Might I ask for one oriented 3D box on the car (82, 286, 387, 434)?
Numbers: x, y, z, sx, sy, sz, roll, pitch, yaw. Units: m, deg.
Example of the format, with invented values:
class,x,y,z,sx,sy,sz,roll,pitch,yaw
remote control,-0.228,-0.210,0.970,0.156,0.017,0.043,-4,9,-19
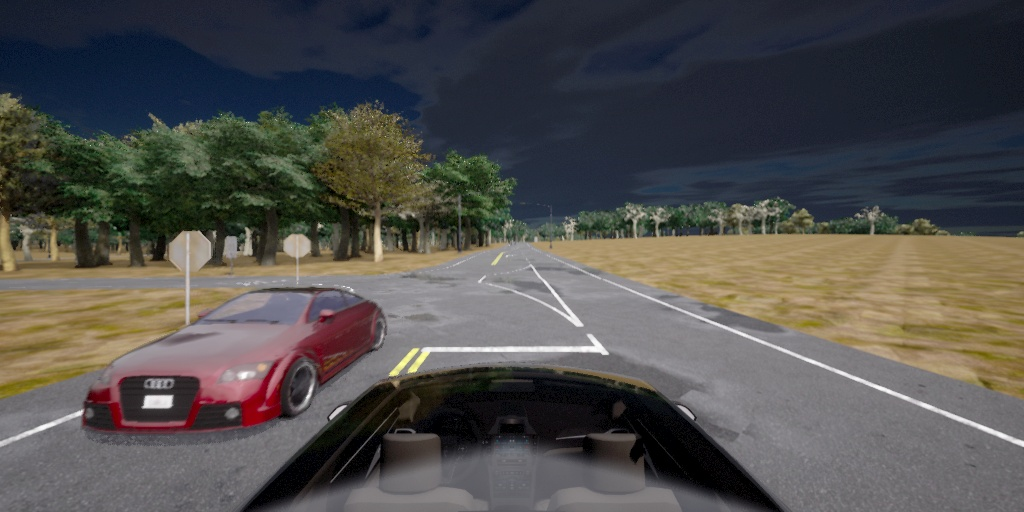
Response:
class,x,y,z,sx,sy,sz,roll,pitch,yaw
car,-3.501,1.194,5.533,1.994,1.385,4.181,0,2,0
